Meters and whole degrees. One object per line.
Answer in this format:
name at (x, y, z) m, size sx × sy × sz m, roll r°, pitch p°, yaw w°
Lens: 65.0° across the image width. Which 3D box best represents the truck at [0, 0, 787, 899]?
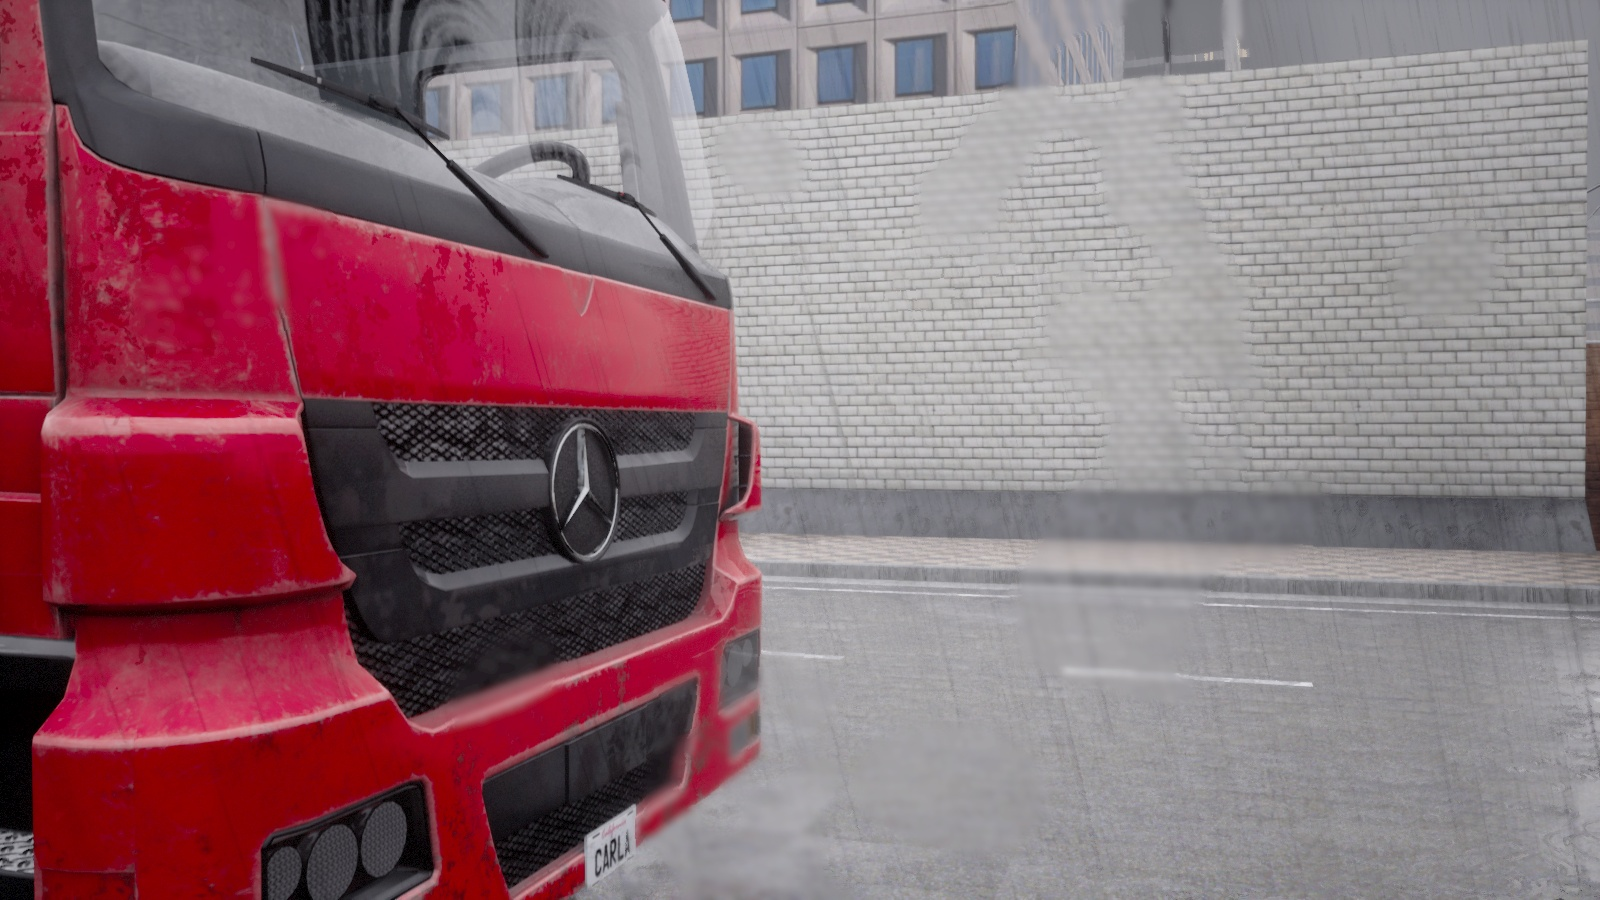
truck at (-4.275, -0.245, 4.614) m, size 7.936 × 3.462 × 2.891 m, roll 0°, pitch 1°, yaw 19°
